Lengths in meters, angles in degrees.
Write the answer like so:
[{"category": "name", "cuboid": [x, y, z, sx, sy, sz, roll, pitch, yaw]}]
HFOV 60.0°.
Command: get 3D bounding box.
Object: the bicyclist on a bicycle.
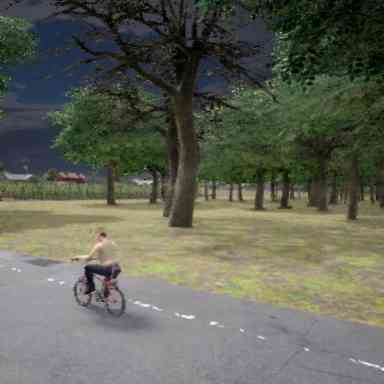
[{"category": "bicyclist on a bicycle", "cuboid": [-1.782, 1.462, 6.310, 1.509, 1.612, 0.866, 0, 0, 36]}]
